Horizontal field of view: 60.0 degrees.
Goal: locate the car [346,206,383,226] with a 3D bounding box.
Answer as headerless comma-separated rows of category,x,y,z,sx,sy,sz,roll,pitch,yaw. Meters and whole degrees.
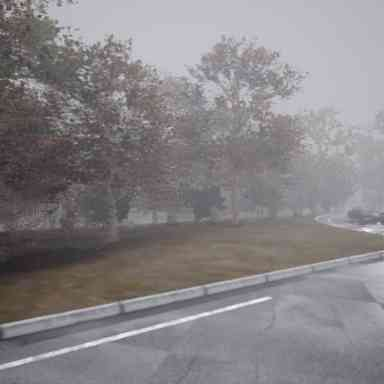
car,13.302,1.773,25.394,2.033,1.411,5.357,0,0,11
